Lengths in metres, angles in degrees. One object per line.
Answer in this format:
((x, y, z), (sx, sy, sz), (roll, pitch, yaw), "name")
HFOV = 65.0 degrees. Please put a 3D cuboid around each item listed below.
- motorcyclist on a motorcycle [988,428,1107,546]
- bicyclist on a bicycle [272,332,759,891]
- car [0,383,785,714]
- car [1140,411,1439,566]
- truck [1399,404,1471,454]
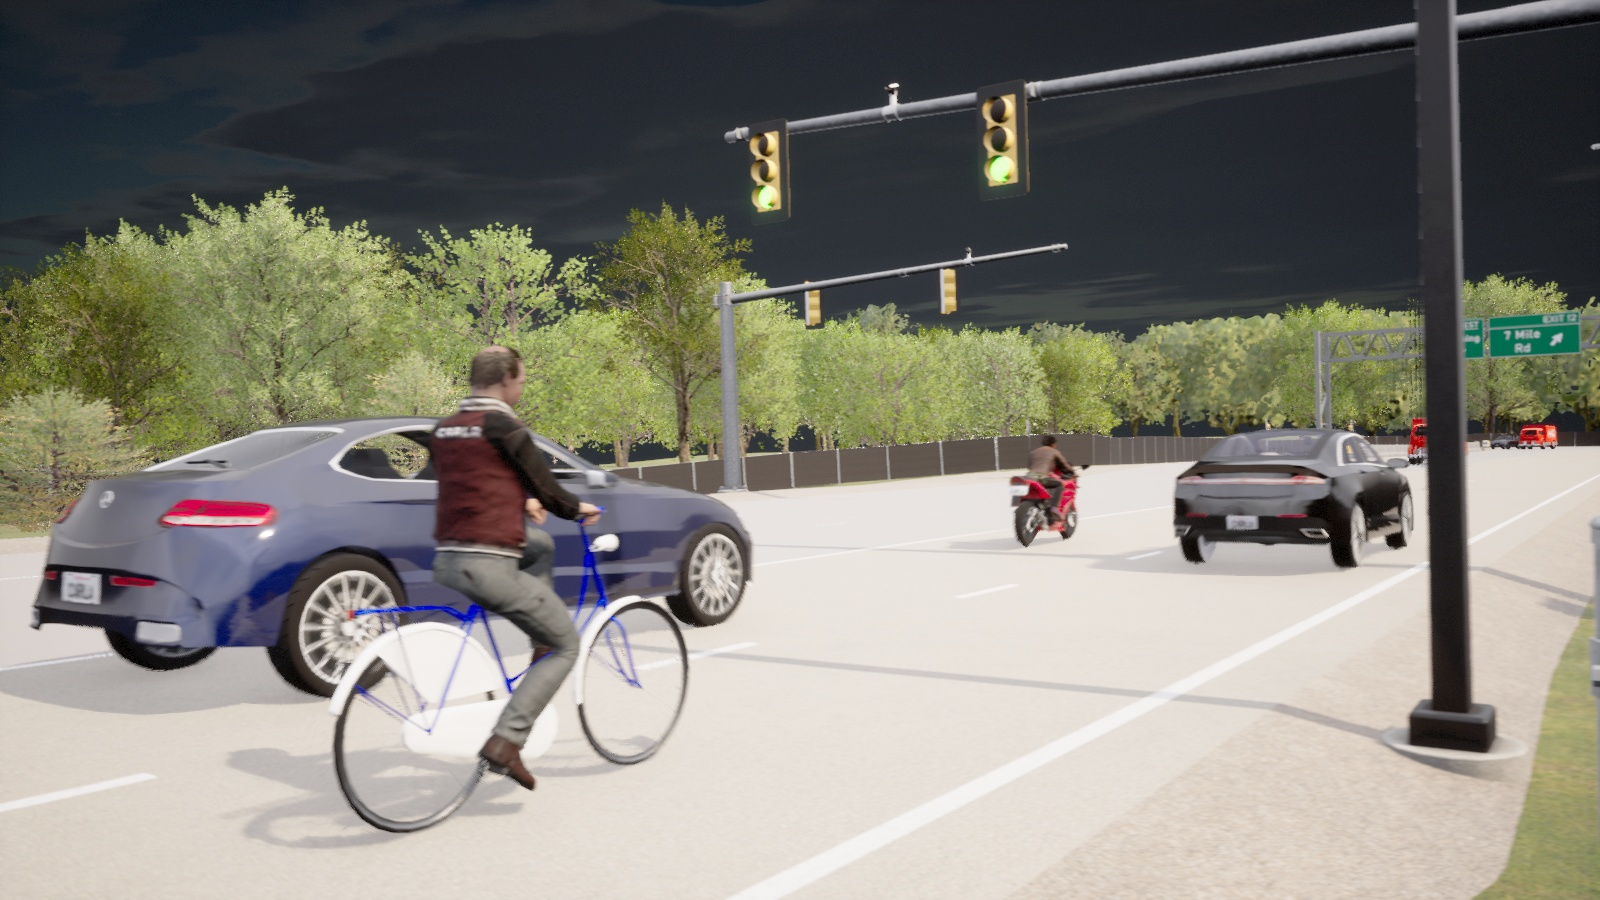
((3.443, 0.481, 17.355), (0.797, 1.523, 2.044), (-2, 0, 35), "motorcyclist on a motorcycle")
((-1.007, 0.504, 4.932), (0.659, 1.776, 1.843), (-2, 0, 35), "bicyclist on a bicycle")
((-2.482, 0.481, 8.936), (2.152, 1.651, 5.027), (-2, 0, 35), "car")
((5.952, 0.359, 14.842), (2.128, 1.511, 4.902), (-2, 0, 35), "car")
((33.655, -1.095, 66.458), (2.627, 2.467, 5.204), (-2, 0, 35), "truck")
